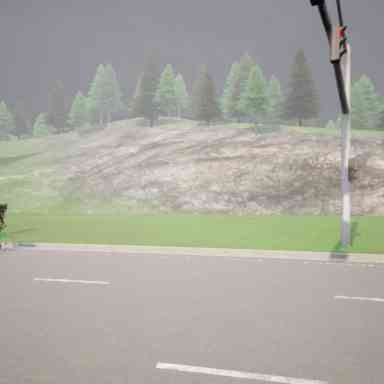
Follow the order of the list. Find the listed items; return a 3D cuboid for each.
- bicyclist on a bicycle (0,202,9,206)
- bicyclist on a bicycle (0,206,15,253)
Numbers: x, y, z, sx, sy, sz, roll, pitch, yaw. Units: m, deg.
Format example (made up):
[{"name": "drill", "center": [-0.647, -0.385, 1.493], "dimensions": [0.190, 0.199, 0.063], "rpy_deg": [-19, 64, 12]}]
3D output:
[{"name": "bicyclist on a bicycle", "center": [-9.730, 1.117, 16.864], "dimensions": [0.582, 1.620, 1.656], "rpy_deg": [5, -40, -4]}, {"name": "bicyclist on a bicycle", "center": [-7.296, 1.436, 12.471], "dimensions": [1.656, 1.620, 0.582], "rpy_deg": [2, 0, 15]}]
